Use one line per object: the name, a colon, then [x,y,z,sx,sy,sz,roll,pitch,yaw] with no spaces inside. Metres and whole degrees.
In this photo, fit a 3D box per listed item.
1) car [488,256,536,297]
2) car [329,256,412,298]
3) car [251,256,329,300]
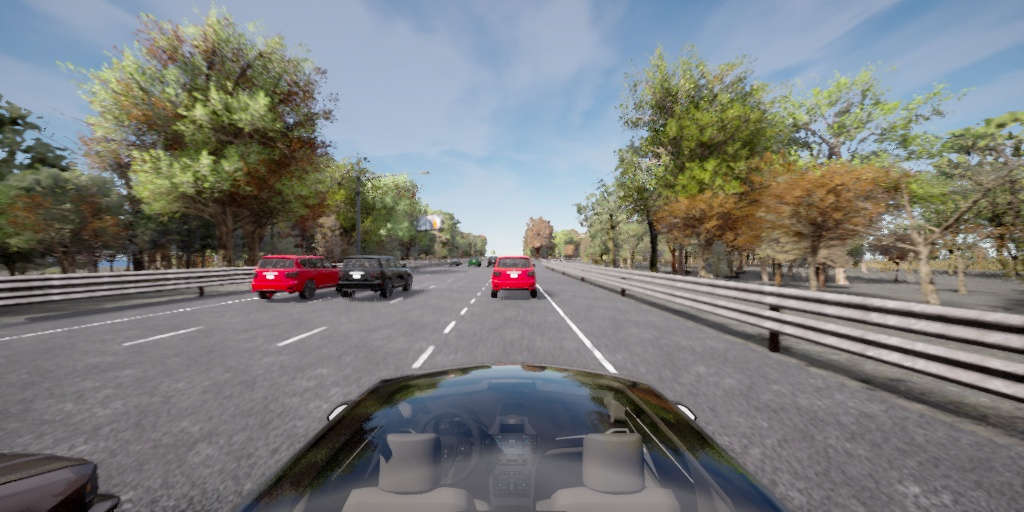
car: [0.096,0.996,19.145,2.150,2.045,5.566,0,0,0]
car: [-6.904,0.996,18.617,2.150,2.045,5.566,0,0,0]
car: [-10.404,0.995,18.117,2.150,2.045,5.566,0,0,0]
